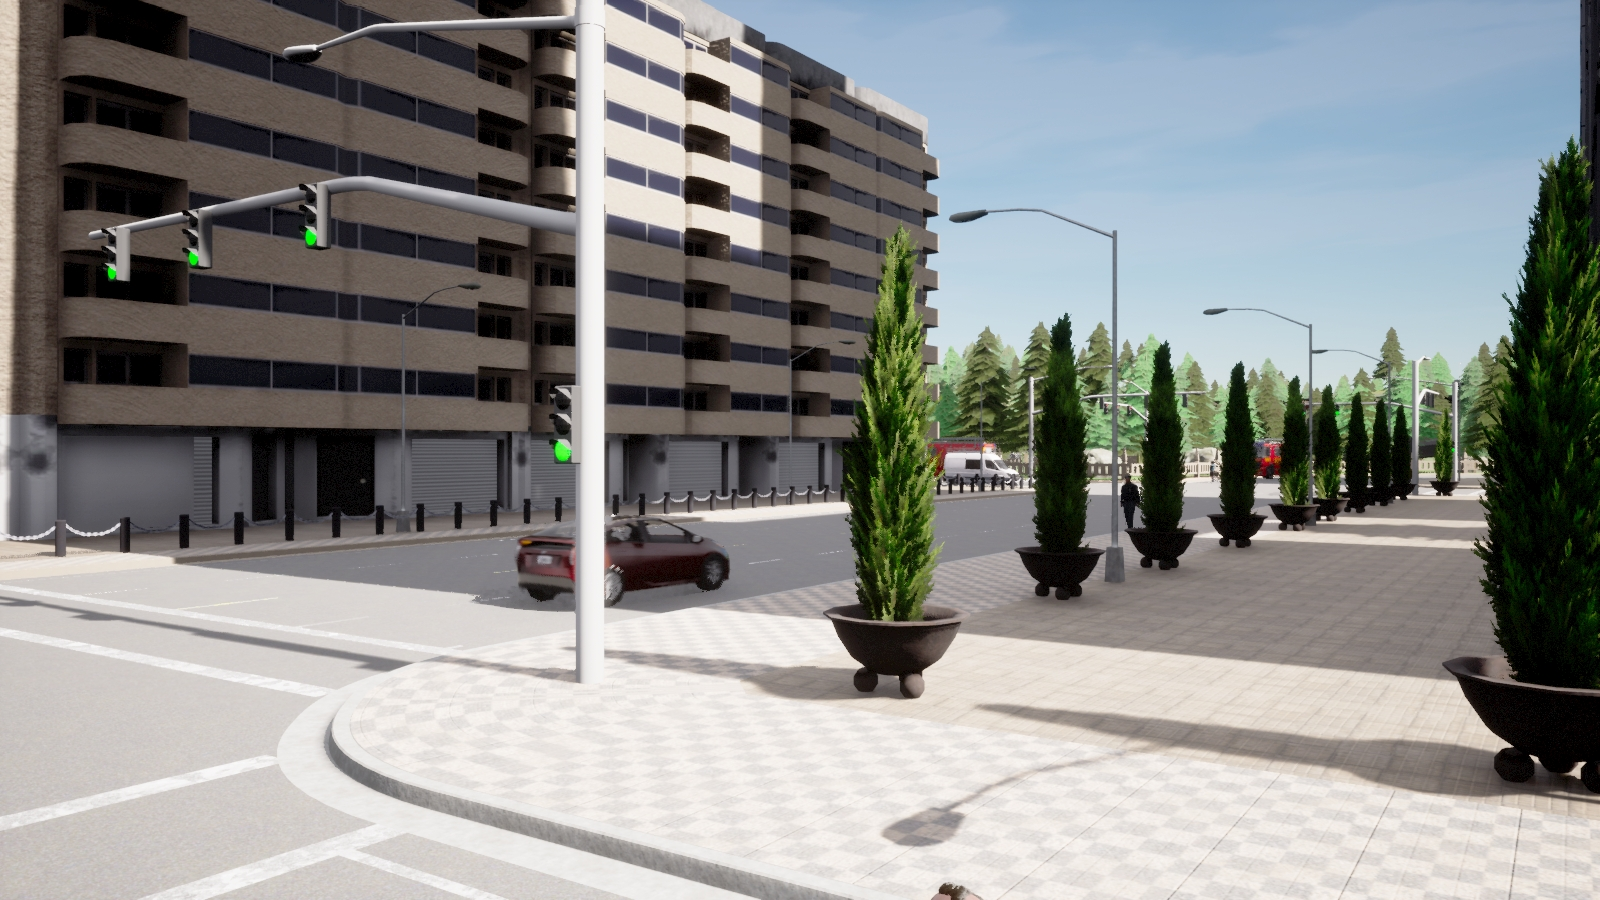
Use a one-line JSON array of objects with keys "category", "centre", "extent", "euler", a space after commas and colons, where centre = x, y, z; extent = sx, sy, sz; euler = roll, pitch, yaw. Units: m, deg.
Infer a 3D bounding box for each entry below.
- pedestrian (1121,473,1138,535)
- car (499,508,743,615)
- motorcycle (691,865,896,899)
[{"category": "pedestrian", "centre": [10.045, 1.639, 34.857], "extent": [0.375, 1.860, 0.375], "euler": [0, 0, 39]}, {"category": "car", "centre": [-3.229, 1.984, 21.475], "extent": [2.007, 1.525, 4.514], "euler": [0, 0, 34]}, {"category": "motorcycle", "centre": [0.516, 2.205, 3.364], "extent": [2.209, 1.251, 0.867], "euler": [0, 0, 34]}]
